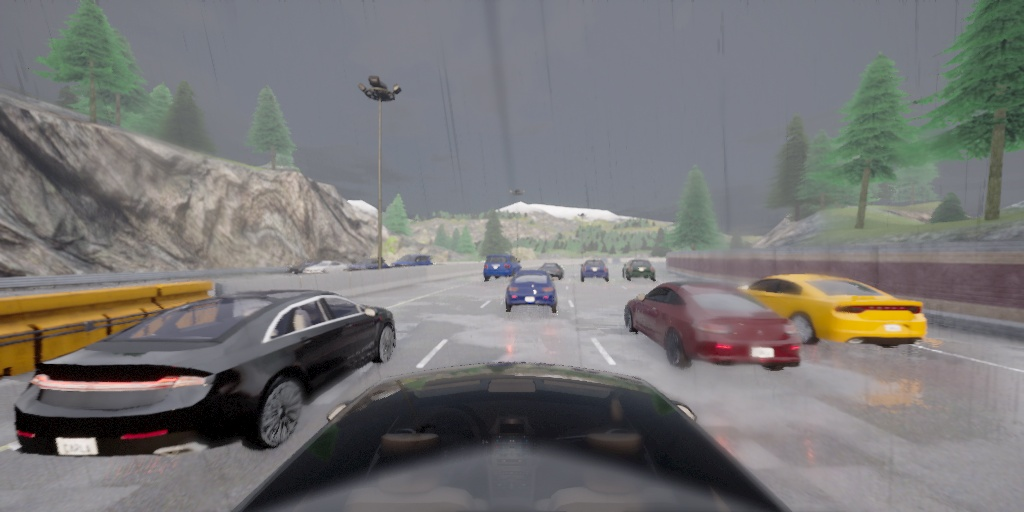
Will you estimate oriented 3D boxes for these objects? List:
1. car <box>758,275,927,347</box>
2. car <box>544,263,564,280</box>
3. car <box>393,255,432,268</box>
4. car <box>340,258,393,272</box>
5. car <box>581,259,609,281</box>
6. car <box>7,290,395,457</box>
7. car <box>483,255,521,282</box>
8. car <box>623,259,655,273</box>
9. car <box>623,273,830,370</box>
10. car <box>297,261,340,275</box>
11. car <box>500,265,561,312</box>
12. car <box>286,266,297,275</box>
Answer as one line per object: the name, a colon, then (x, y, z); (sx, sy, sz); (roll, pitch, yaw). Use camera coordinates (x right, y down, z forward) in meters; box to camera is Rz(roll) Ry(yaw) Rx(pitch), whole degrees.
car: (7.440, 1.219, 9.339); (1.882, 1.535, 5.008); (0, 0, 3)
car: (3.291, 1.261, 30.044); (1.994, 1.385, 4.181); (0, 0, 12)
car: (-9.979, 0.896, 35.829); (2.150, 2.045, 5.566); (0, 0, 14)
car: (-13.830, 1.026, 34.449); (2.097, 1.767, 4.553); (0, 0, 13)
car: (6.683, 1.053, 29.186); (2.097, 1.767, 4.553); (0, 0, 11)
car: (-3.248, 1.232, 5.158); (2.128, 1.511, 4.902); (0, 0, 2)
car: (-0.658, 0.918, 28.349); (2.150, 2.045, 5.566); (0, 0, 11)
car: (10.295, 1.056, 29.335); (2.097, 1.767, 4.553); (0, 0, 12)
car: (3.832, 1.267, 7.637); (1.812, 1.442, 4.674); (0, 0, 3)
car: (-17.521, 1.197, 34.008); (1.812, 1.442, 4.674); (0, 0, 12)
car: (0.810, 1.252, 14.068); (1.812, 1.442, 4.674); (0, 0, 5)
car: (-20.455, 1.210, 37.091); (2.033, 1.411, 5.357); (0, 0, 13)
